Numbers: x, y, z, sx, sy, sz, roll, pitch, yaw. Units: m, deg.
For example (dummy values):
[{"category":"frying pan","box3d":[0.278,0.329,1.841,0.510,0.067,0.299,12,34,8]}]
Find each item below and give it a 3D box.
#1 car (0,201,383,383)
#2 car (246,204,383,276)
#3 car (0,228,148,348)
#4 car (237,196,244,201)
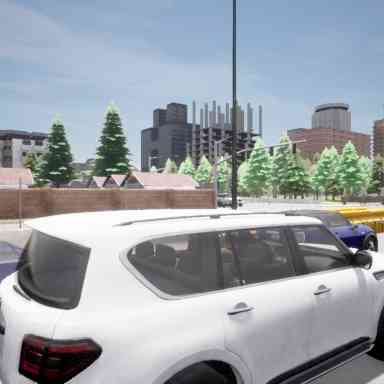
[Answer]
[{"category":"car","box3d":[0.649,1.221,4.205,5.566,2.045,2.150,0,0,-36]},{"category":"car","box3d":[4.189,1.352,11.023,4.553,1.767,2.097,0,0,-35]},{"category":"car","box3d":[-3.591,1.547,5.486,5.357,1.411,2.033,0,0,-36]},{"category":"car","box3d":[5.677,1.221,51.810,2.150,2.045,5.566,0,0,-33]}]
